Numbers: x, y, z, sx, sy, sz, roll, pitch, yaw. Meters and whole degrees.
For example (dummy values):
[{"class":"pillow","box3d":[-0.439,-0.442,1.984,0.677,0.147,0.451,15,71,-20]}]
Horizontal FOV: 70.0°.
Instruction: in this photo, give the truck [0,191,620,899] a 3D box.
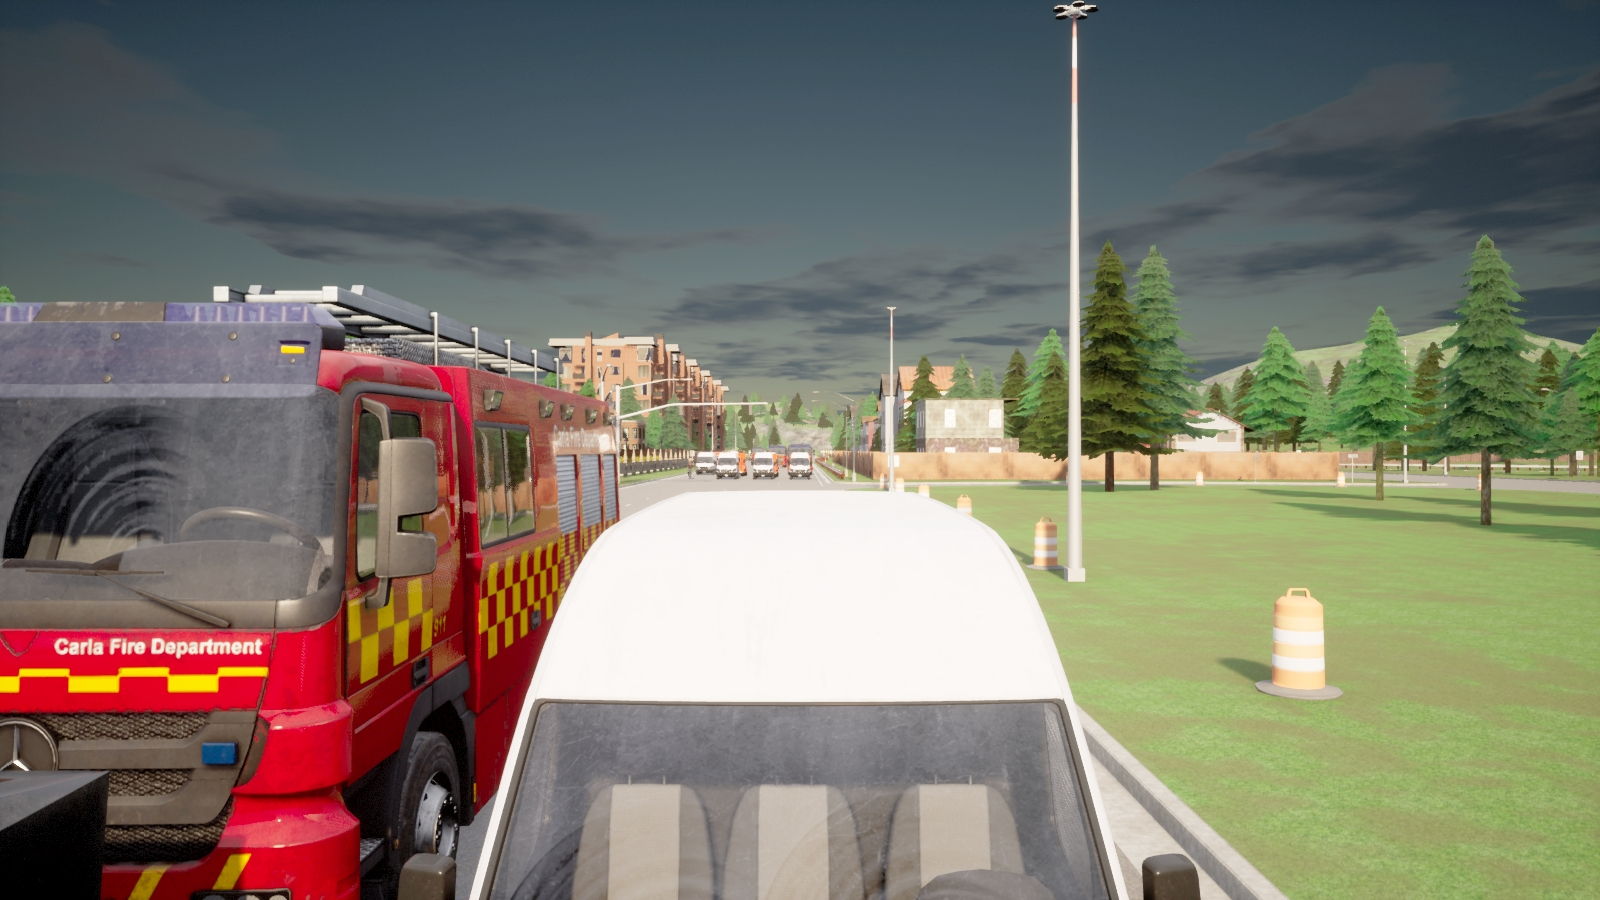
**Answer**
[{"class":"truck","box3d":[-3.494,0.890,8.749,2.891,3.827,8.468,0,0,0]}]

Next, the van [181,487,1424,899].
[{"class":"van","box3d":[0.005,1.534,4.785,1.988,2.561,5.915,0,0,0]}]

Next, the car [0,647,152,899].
[{"class":"car","box3d":[-3.501,1.754,0.939,2.390,2.098,6.274,0,0,0]}]

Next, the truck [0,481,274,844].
[{"class":"truck","box3d":[-6.999,1.568,9.757,2.627,2.467,5.204,0,0,0]}]
